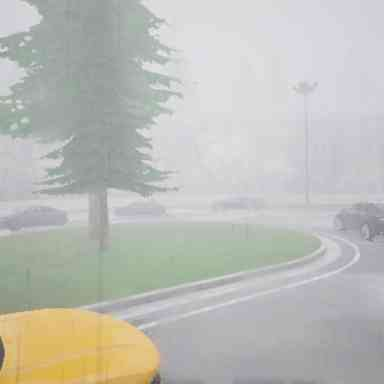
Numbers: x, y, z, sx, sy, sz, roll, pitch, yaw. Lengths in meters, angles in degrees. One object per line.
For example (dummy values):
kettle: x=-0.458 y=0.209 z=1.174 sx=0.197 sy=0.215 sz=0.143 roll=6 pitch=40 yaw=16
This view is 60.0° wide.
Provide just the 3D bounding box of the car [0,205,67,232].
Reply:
car: x=-9.659 y=1.493 z=19.816 sx=1.994 sy=1.385 sz=4.181 roll=-1 pitch=1 yaw=40

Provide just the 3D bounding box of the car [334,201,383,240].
car: x=7.954 y=1.170 z=14.677 sx=1.837 sy=1.490 sz=4.892 roll=1 pitch=1 yaw=3

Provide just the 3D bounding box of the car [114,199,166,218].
car: x=-4.195 y=1.296 z=27.100 sx=4.181 sy=1.385 sz=1.994 roll=-1 pitch=1 yaw=-7

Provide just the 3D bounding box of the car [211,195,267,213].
car: x=4.132 y=1.035 z=29.653 sx=4.902 sy=1.511 sz=2.128 roll=-1 pitch=0 yaw=23

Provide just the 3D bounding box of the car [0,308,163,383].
car: x=-2.530 y=1.503 z=1.935 sx=5.008 sy=1.535 sz=1.882 roll=-2 pitch=1 yaw=-35
